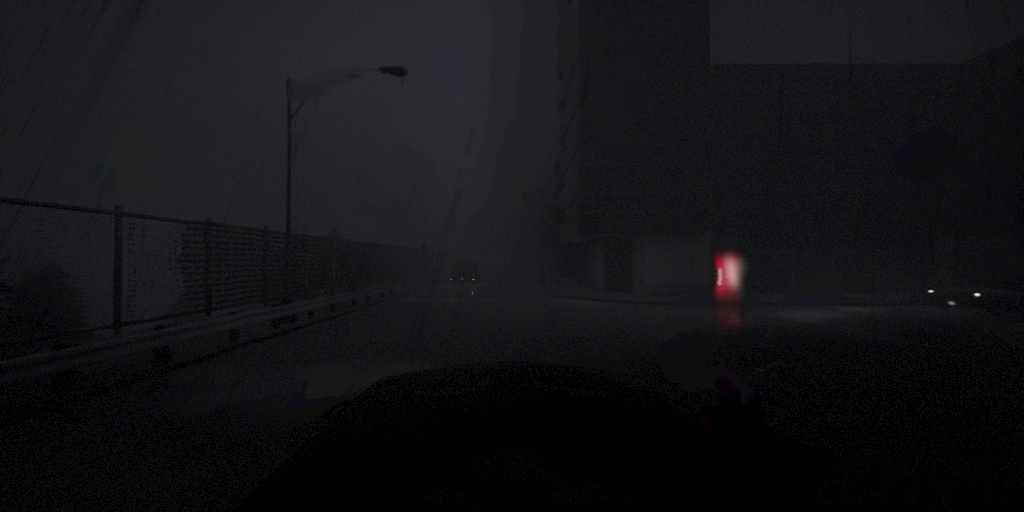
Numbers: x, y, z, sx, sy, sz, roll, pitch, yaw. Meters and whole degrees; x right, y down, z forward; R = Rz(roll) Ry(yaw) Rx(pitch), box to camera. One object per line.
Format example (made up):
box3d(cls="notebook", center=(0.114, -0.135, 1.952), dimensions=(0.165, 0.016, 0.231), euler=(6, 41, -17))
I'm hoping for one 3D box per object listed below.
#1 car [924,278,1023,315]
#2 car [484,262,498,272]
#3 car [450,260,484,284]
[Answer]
box3d(cls="car", center=(19.040, 1.493, 13.753), dimensions=(4.718, 1.301, 1.895), euler=(0, -1, 0))
box3d(cls="car", center=(-3.986, 2.060, 61.889), dimensions=(1.895, 1.301, 4.718), euler=(0, -1, 0))
box3d(cls="car", center=(-3.991, 1.436, 31.361), dimensions=(2.150, 2.045, 5.566), euler=(0, 1, 0))
